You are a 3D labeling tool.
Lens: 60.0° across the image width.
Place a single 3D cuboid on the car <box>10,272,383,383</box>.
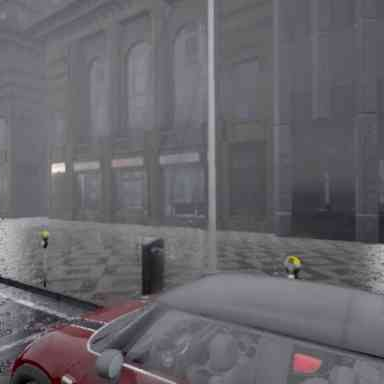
[{"bbox_3d":[0.237,1.454,2.793,4.097,1.590,1.967,-1,0,35],"label":"car"}]
